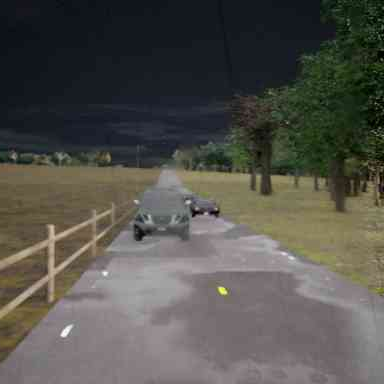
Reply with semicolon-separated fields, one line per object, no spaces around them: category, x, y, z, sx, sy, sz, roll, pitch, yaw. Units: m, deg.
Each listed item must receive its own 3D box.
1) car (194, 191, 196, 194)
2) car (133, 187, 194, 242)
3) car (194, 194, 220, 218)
car;-0.374;0.535;38.367;1.895;1.301;4.718;1;2;-4
car;-1.313;0.871;14.833;2.150;2.045;5.566;1;3;-5
car;0.778;1.068;23.880;1.895;1.301;4.718;1;2;-4
